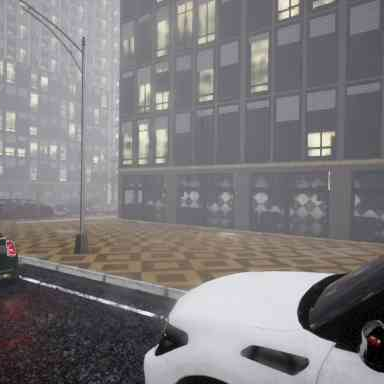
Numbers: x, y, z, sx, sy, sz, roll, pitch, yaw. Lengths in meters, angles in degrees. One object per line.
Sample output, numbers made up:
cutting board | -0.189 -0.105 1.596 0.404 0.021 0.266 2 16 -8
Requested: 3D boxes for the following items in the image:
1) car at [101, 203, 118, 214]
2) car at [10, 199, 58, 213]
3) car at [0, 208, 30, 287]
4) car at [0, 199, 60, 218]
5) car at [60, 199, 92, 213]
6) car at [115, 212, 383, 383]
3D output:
car | -8.417 1.829 39.444 1.752 1.417 4.829 1 0 36
car | -18.712 1.641 39.590 1.752 1.417 4.829 1 0 36
car | -6.237 1.348 8.106 4.553 1.767 2.097 0 0 35
car | -15.199 1.518 30.221 2.192 1.841 5.009 1 0 36
car | -14.578 1.694 40.825 1.837 1.490 4.892 1 0 36
car | 2.232 1.222 2.091 5.566 2.045 2.150 0 0 36
